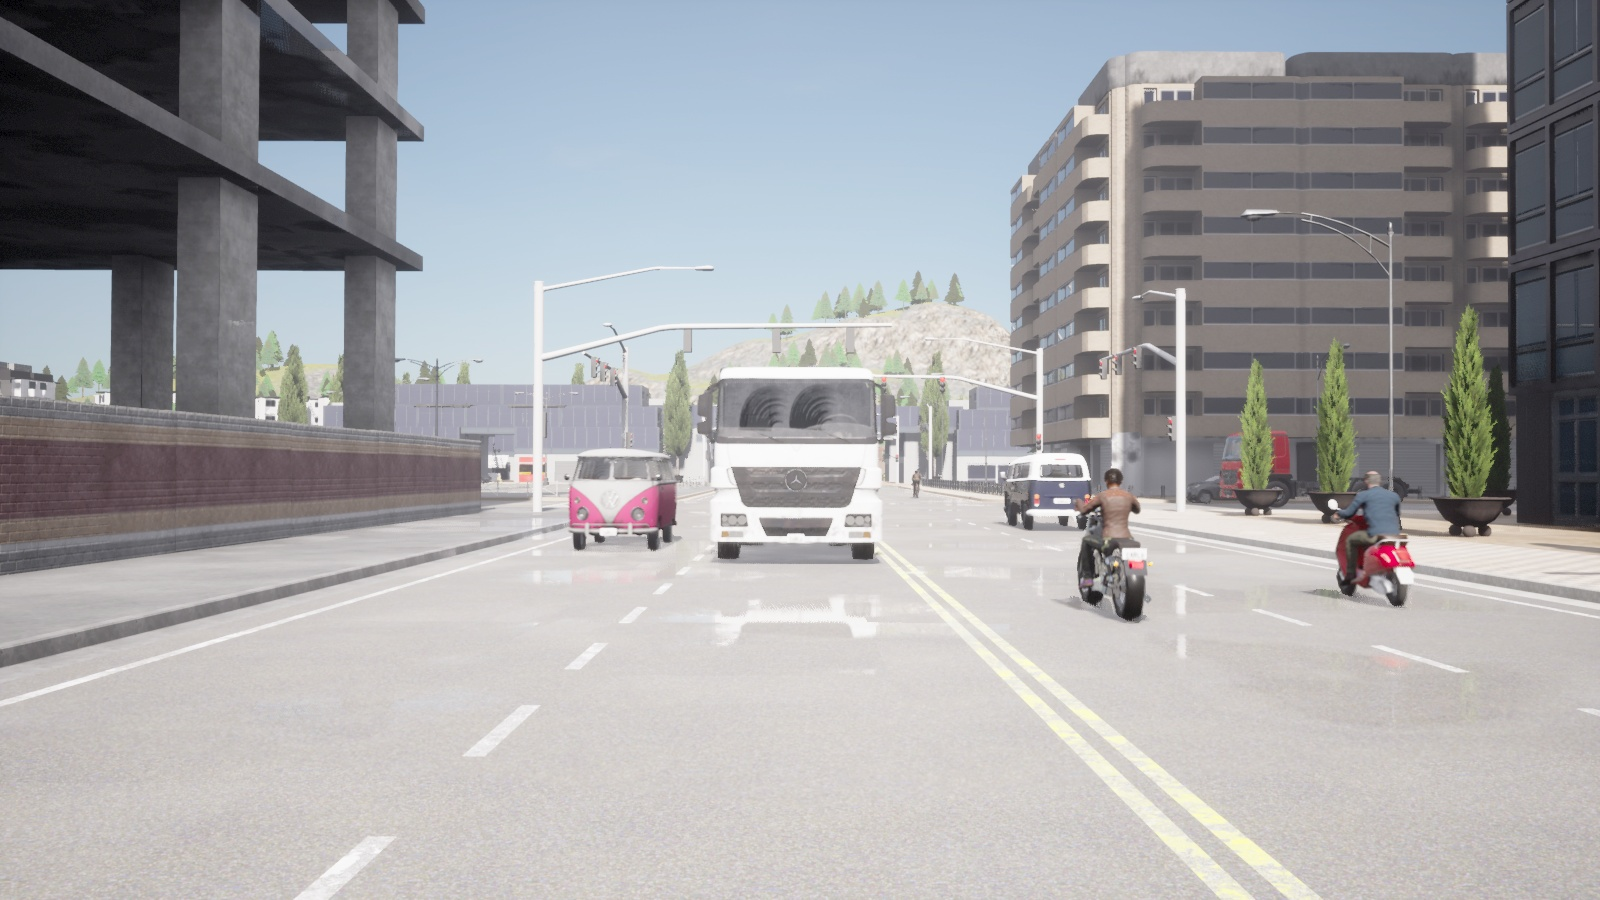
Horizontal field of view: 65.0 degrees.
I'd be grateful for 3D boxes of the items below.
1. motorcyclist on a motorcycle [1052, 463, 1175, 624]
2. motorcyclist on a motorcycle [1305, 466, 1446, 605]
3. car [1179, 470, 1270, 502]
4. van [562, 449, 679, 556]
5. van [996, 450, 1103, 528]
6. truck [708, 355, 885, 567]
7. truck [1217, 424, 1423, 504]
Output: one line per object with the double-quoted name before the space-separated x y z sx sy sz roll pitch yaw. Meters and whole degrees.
"motorcyclist on a motorcycle" 3.463 0.987 14.096 0.766 1.649 2.350 0 -1 0
"motorcyclist on a motorcycle" 6.960 0.996 15.296 0.866 1.590 1.817 0 -1 0
"car" 20.033 1.687 59.384 3.633 1.501 1.845 0 -1 0
"van" -3.568 1.012 25.678 1.775 1.987 4.442 0 -1 0
"van" 6.908 1.094 35.248 2.069 2.038 4.480 0 -2 0
"truck" -0.067 0.243 24.509 2.891 3.462 7.936 0 -1 0
"truck" 23.044 0.622 55.919 7.936 3.462 2.891 0 -1 0
